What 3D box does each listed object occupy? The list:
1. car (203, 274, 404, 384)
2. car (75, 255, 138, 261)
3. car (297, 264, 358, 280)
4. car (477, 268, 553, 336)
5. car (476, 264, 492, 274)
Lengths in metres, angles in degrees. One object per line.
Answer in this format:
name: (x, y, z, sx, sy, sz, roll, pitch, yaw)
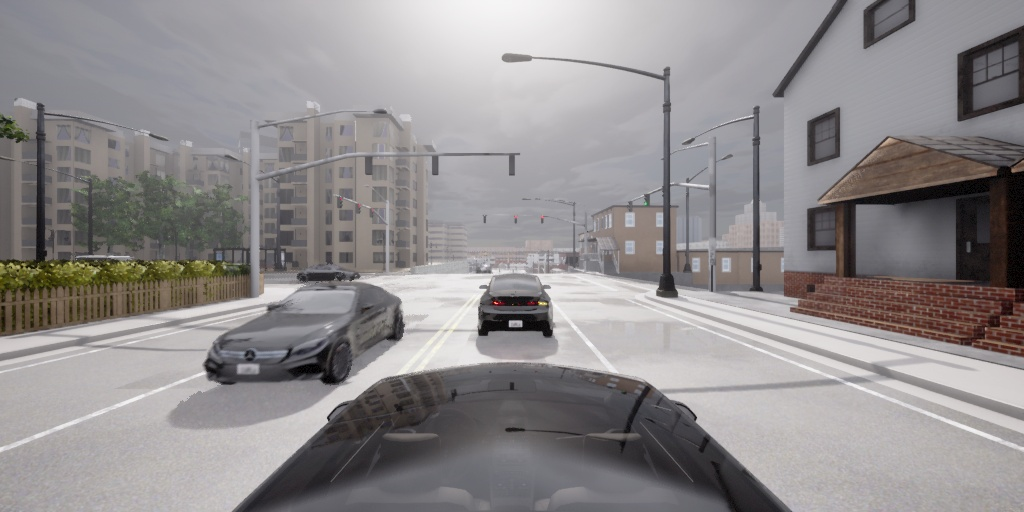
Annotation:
car: (-3.565, 1.276, 7.183, 1.812, 1.442, 4.674, 0, 0, 0)
car: (-29.973, 0.973, 27.191, 5.566, 2.045, 2.150, 0, 0, 1)
car: (-13.757, 1.313, 27.009, 4.181, 1.385, 1.994, 0, 0, 0)
car: (0.092, 1.255, 10.360, 1.837, 1.490, 4.892, 0, 0, 0)
car: (-3.618, 1.755, 47.174, 2.128, 1.511, 4.902, 0, -5, 0)
